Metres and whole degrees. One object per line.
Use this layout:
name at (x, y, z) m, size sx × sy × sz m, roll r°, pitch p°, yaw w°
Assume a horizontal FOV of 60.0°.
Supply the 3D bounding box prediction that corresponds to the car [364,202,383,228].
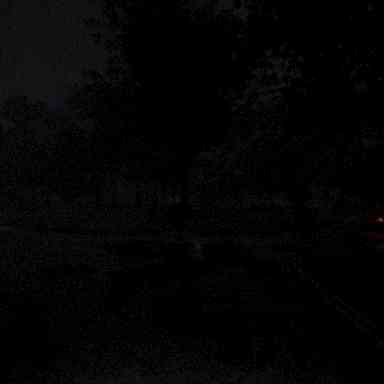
car at (12.008, 1.377, 20.497) m, size 1.882 × 1.535 × 5.008 m, roll 1°, pitch 1°, yaw 37°

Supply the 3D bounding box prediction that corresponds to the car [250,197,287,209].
car at (9.416, 1.325, 41.169) m, size 4.674 × 1.442 × 1.812 m, roll 0°, pitch 0°, yaw 45°
